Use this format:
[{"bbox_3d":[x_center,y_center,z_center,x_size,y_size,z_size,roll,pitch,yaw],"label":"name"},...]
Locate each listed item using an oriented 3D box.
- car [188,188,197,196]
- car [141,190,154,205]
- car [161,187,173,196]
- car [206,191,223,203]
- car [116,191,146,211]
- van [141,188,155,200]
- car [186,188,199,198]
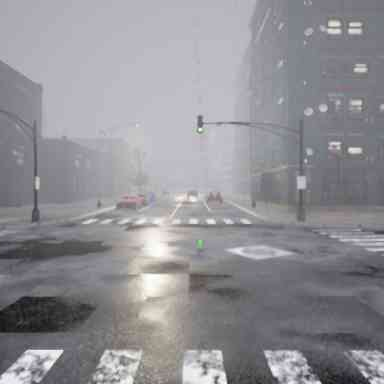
[{"bbox_3d":[0.128,-0.018,68.529,1.882,1.535,5.008,0,1,0],"label":"car"},{"bbox_3d":[-5.609,0.764,36.136,1.887,1.381,4.507,1,1,0],"label":"car"},{"bbox_3d":[-5.546,0.069,70.250,1.802,1.307,4.206,1,1,0],"label":"car"},{"bbox_3d":[2.784,0.536,41.865,1.967,1.590,4.097,1,1,0],"label":"car"},{"bbox_3d":[-5.695,0.886,30.456,1.887,1.381,4.507,1,1,0],"label":"car"},{"bbox_3d":[-5.594,0.438,41.818,1.690,1.788,3.998,1,1,0],"label":"van"},{"bbox_3d":[0.109,0.251,58.108,1.837,1.490,4.892,0,1,0],"label":"car"}]
